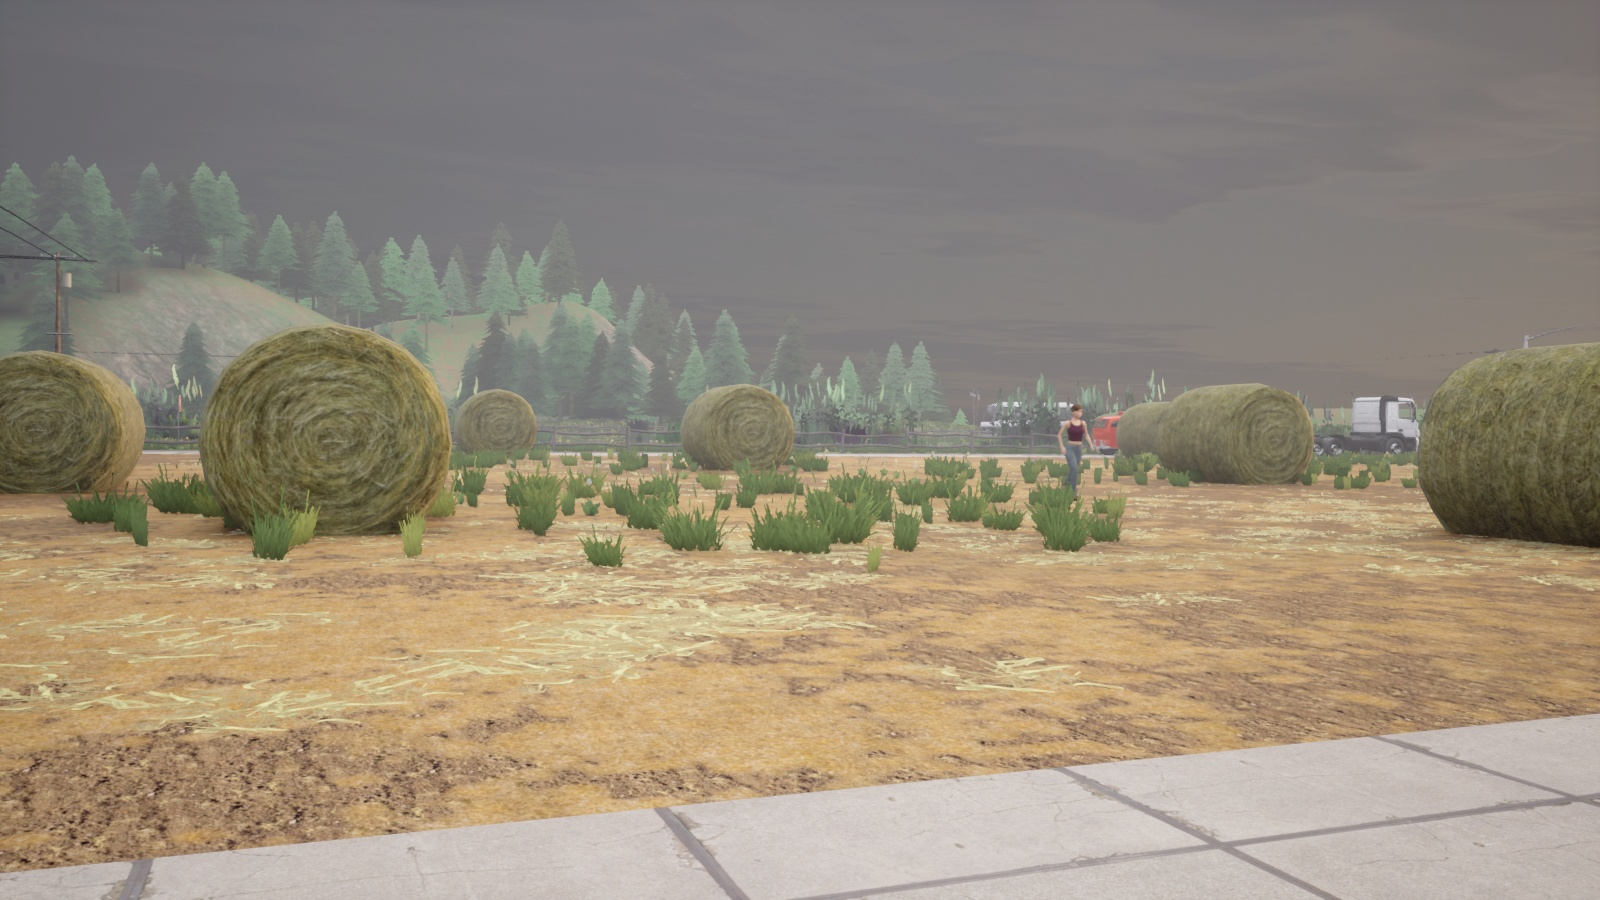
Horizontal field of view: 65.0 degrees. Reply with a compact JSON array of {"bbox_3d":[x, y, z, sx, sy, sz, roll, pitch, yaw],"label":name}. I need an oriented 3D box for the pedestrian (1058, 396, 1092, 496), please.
[{"bbox_3d":[5.094,-0.080,23.255,0.345,1.836,0.594,-1,1,-21],"label":"pedestrian"}]

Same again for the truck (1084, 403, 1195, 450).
[{"bbox_3d":[18.470,-1.294,68.354,5.204,2.467,2.627,-1,1,-17],"label":"truck"}]

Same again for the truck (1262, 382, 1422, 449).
[{"bbox_3d":[29.347,-1.891,68.004,7.936,3.462,2.891,-1,1,-17],"label":"truck"}]

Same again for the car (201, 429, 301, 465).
[{"bbox_3d":[-24.129,-0.149,55.368,3.806,1.475,1.970,-1,1,-17],"label":"car"}]
